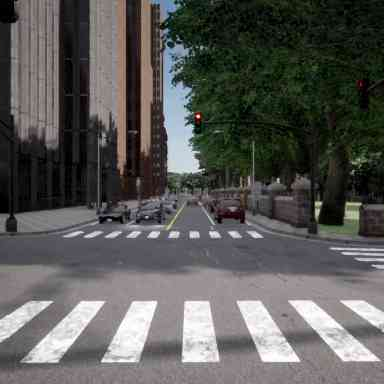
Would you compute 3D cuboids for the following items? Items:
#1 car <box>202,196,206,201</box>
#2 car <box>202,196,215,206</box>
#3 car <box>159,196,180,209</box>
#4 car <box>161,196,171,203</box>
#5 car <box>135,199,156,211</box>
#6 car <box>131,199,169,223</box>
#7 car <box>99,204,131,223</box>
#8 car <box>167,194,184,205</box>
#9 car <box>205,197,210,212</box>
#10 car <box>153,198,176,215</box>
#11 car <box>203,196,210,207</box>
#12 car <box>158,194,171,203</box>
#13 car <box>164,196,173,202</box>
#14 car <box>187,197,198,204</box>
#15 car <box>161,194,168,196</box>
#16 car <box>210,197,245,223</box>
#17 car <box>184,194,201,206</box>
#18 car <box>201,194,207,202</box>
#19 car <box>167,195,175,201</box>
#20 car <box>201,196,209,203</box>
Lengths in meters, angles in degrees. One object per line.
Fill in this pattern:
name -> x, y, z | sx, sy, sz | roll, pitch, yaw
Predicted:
car -> 2.813, 1.585, 47.074 | 2.008, 1.369, 4.403 | 0, 0, 0
car -> 2.825, 1.486, 57.987 | 1.967, 1.590, 4.097 | 0, 0, 0
car -> -3.052, 1.596, 44.924 | 1.994, 1.385, 4.181 | 0, 0, 0
car -> -5.683, 1.611, 74.361 | 1.887, 1.381, 4.507 | 0, 0, 0
car -> -5.718, 1.579, 41.618 | 2.008, 1.369, 4.403 | 0, 0, 0
car -> -3.079, 1.516, 25.520 | 1.837, 1.490, 4.892 | 0, 0, 1
car -> -5.735, 1.576, 25.248 | 1.947, 1.339, 4.313 | 0, 0, 0
car -> -2.936, 1.603, 59.962 | 2.033, 1.411, 5.357 | 0, 0, 0
car -> 2.802, 1.588, 36.161 | 1.947, 1.339, 4.313 | 0, 0, 0
car -> -3.062, 1.621, 34.856 | 1.895, 1.301, 4.718 | 0, 0, 0
car -> 2.807, 1.579, 41.617 | 2.008, 1.369, 4.403 | 0, 0, 0
car -> -5.689, 1.374, 68.904 | 2.192, 1.841, 5.009 | 0, 0, 0
car -> -5.678, 1.619, 79.818 | 1.887, 1.381, 4.507 | 0, 0, 0
car -> 0.070, 1.619, 65.786 | 1.994, 1.385, 4.181 | 0, 0, 0
car -> -5.695, 1.634, 63.447 | 1.802, 1.307, 4.206 | 0, 0, 0
car -> 2.790, 1.325, 25.248 | 2.192, 1.841, 5.009 | 0, 0, 0
car -> 0.115, 1.535, 55.806 | 2.128, 1.511, 4.902 | 0, 0, 1
car -> 2.819, 1.480, 52.530 | 1.967, 1.590, 4.097 | 0, 0, 0
car -> -5.666, 1.533, 90.732 | 1.967, 1.590, 4.097 | 0, 0, 0
car -> 2.842, 1.592, 74.526 | 1.752, 1.417, 4.829 | 0, 0, 0
